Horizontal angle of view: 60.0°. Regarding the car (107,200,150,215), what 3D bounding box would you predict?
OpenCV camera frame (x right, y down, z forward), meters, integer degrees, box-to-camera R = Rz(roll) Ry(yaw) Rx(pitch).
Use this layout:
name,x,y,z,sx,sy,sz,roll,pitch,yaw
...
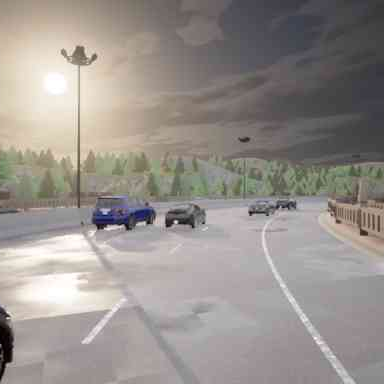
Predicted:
name,x,y,z,sx,sy,sz,roll,pitch,yaw
car,-6.805,1.606,36.385,2.033,1.411,5.357,0,0,22

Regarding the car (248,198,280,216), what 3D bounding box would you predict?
name,x,y,z,sx,sy,sz,roll,pitch,yaw
car,6.814,1.541,32.140,2.033,1.411,5.357,0,0,23

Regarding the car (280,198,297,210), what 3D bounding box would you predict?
name,x,y,z,sx,sy,sz,roll,pitch,yaw
car,12.123,1.499,42.725,1.837,1.490,4.892,0,0,31

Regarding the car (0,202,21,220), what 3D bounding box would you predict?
name,x,y,z,sx,sy,sz,roll,pitch,yaw
car,-16.907,1.632,28.145,1.994,1.385,4.181,0,0,16

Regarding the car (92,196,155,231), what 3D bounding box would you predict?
name,x,y,z,sx,sy,sz,roll,pitch,yaw
car,-4.168,1.242,21.087,2.150,2.045,5.566,0,0,14

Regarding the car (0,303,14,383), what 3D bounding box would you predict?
name,x,y,z,sx,sy,sz,roll,pitch,yaw
car,-3.226,1.355,2.178,2.097,1.767,4.553,0,0,1

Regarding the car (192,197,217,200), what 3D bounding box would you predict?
name,x,y,z,sx,sy,sz,roll,pitch,yaw
car,2.676,1.614,60.235,2.128,1.511,4.902,-1,0,37

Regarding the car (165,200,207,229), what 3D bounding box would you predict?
name,x,y,z,sx,sy,sz,roll,pitch,yaw
car,-0.322,1.514,21.932,1.837,1.490,4.892,0,0,14

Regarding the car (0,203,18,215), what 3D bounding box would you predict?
name,x,y,z,sx,sy,sz,roll,pitch,yaw
car,-14.646,1.553,23.047,1.837,1.490,4.892,0,0,14

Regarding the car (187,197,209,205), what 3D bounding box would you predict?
name,x,y,z,sx,sy,sz,roll,pitch,yaw
car,1.259,1.680,64.160,1.812,1.442,4.674,-1,-1,38
